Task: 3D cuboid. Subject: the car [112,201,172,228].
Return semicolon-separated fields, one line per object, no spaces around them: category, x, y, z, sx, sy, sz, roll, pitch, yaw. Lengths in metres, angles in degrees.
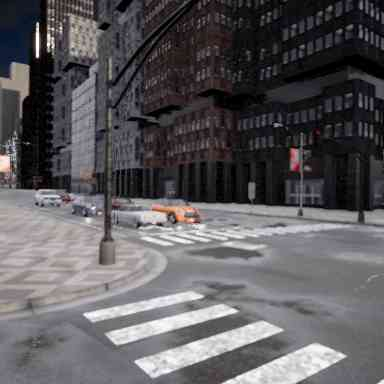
car;-3.482;1.466;21.203;1.895;1.301;4.718;1;0;-36

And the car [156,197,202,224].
car;-1.212;1.243;23.626;2.097;1.767;4.553;1;0;-34

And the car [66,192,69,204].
car;-19.814;0.648;49.543;2.150;2.045;5.566;1;0;-35

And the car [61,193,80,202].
car;-20.546;0.894;56.333;1.812;1.442;4.674;1;0;-35

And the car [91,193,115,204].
car;-14.268;0.990;53.179;2.128;1.511;4.902;1;0;-36

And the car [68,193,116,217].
car;-8.635;1.093;28.356;2.097;1.767;4.553;1;0;-36

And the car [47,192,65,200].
car;-26.357;0.758;64.391;2.033;1.411;5.357;1;0;-36

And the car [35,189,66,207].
car;-17.798;0.731;41.098;2.150;2.045;5.566;1;1;-36

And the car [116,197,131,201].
car;-6.612;1.238;31.103;1.882;1.535;5.008;1;0;-36

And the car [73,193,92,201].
car;-20.343;0.938;61.605;1.895;1.301;4.718;1;0;-36
